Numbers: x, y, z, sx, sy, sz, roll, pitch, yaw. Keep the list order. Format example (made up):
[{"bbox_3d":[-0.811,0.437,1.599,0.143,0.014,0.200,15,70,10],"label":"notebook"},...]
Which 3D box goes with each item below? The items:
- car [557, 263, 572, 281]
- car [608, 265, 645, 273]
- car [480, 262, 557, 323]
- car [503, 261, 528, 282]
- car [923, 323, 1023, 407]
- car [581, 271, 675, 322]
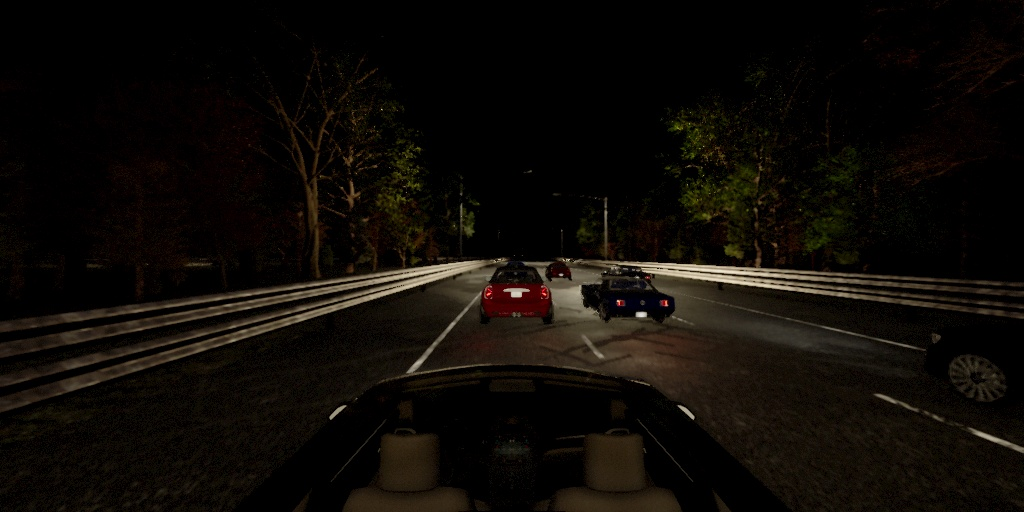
[{"bbox_3d":[3.809,1.275,29.865,1.812,1.442,4.674,0,0,1],"label":"car"},{"bbox_3d":[7.225,1.298,23.147,2.033,1.411,5.357,0,0,1],"label":"car"},{"bbox_3d":[0.140,1.102,12.194,2.097,1.767,4.553,0,0,0],"label":"car"},{"bbox_3d":[0.314,1.226,30.231,1.882,1.535,5.008,0,0,1],"label":"car"},{"bbox_3d":[7.109,1.243,3.325,2.128,1.511,4.902,0,0,0],"label":"car"},{"bbox_3d":[3.638,1.352,12.255,1.895,1.301,4.718,0,0,0],"label":"car"}]
